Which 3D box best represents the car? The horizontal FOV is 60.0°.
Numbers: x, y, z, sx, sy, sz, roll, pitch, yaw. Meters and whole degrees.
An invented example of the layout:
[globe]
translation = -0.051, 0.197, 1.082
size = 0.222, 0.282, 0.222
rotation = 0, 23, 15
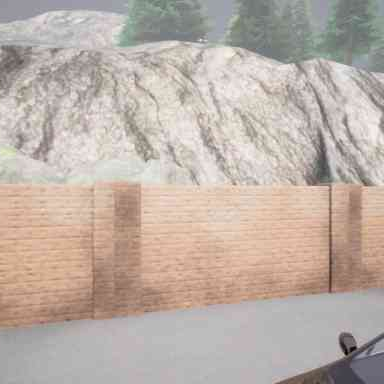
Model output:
[car]
translation = 2.178, 1.492, 1.904
size = 4.902, 1.511, 2.128
rotation = 0, 0, -18
